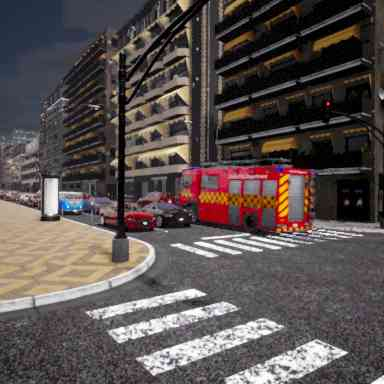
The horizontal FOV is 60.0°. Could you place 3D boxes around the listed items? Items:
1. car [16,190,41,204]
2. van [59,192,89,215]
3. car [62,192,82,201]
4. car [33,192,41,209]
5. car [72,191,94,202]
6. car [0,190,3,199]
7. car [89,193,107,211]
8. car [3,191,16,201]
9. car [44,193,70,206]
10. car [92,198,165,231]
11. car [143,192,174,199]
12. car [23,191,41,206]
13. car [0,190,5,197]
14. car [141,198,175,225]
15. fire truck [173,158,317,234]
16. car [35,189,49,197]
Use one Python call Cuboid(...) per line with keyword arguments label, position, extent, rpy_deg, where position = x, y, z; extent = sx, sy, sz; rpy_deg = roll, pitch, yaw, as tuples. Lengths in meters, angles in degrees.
Cuboid(label="car", position=(-20.045, 0.803, 40.970), extent=(1.752, 1.417, 4.829), rpy_deg=(2, 0, -36))
Cuboid(label="van", position=(-10.217, 0.880, 27.340), extent=(1.690, 1.788, 3.998), rpy_deg=(2, 0, -36))
Cuboid(label="car", position=(-19.967, 0.747, 55.191), extent=(1.947, 1.339, 4.313), rpy_deg=(2, 0, -36))
Cuboid(label="car", position=(-13.530, 0.996, 31.930), extent=(1.887, 1.381, 4.507), rpy_deg=(2, 0, -36))
Cuboid(label="car", position=(-16.656, 0.709, 50.602), extent=(1.967, 1.590, 4.097), rpy_deg=(2, 0, -36))
Cuboid(label="car", position=(-33.375, 0.469, 59.463), extent=(1.887, 1.381, 4.507), rpy_deg=(2, 0, -36))
Cuboid(label="car", position=(-7.980, 1.116, 28.639), extent=(2.033, 1.411, 5.357), rpy_deg=(1, 1, -36))
Cuboid(label="car", position=(-26.757, 0.540, 50.285), extent=(1.967, 1.590, 4.097), rpy_deg=(2, 0, -36))
Cuboid(label="car", position=(-16.362, 0.908, 40.311), extent=(1.994, 1.385, 4.181), rpy_deg=(1, 1, -36))
Cuboid(label="car", position=(-3.608, 1.260, 18.163), extent=(1.887, 1.381, 4.507), rpy_deg=(2, 0, -36))
Cuboid(label="car", position=(-3.423, 0.936, 32.246), extent=(2.192, 1.841, 5.009), rpy_deg=(2, 0, -36))
Cuboid(label="car", position=(-16.837, 0.908, 36.518), extent=(1.887, 1.381, 4.507), rpy_deg=(2, 0, -36))
Cuboid(label="car", position=(-39.990, 0.299, 68.641), extent=(2.008, 1.369, 4.403), rpy_deg=(2, 0, -36))
Cuboid(label="car", position=(-1.747, 1.298, 19.988), extent=(1.994, 1.385, 4.181), rpy_deg=(1, 0, -36))
Cuboid(label="fire truck", position=(2.643, 0.181, 19.227), extent=(2.891, 3.827, 8.468), rpy_deg=(1, 2, -36))
Cuboid(label="car", position=(-33.193, 0.270, 73.547), extent=(1.967, 1.590, 4.097), rpy_deg=(2, 0, -36))
